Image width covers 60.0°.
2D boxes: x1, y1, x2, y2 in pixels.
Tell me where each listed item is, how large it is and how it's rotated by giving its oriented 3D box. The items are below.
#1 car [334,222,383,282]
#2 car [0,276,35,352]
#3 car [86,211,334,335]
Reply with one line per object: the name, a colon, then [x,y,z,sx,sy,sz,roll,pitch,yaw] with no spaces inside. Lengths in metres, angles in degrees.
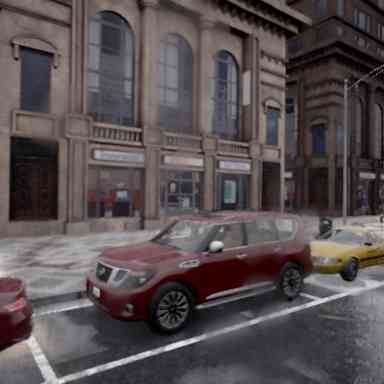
car: [4.891,1.632,10.137,4.829,1.417,1.752,1,0,-36]
car: [-4.091,1.569,3.727,4.206,1.307,1.802,1,0,-36]
car: [0.471,1.362,6.982,5.009,1.841,2.192,1,0,-36]
